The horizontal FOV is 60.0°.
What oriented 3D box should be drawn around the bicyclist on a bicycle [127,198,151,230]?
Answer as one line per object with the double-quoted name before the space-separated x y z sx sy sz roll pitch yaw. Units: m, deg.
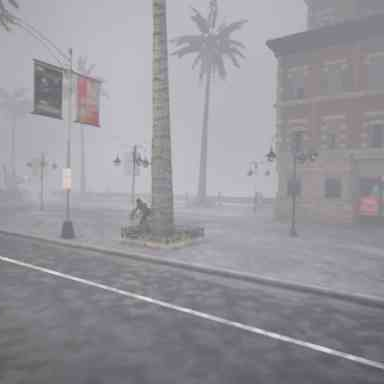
"bicyclist on a bicycle" -2.051 1.066 13.332 0.582 1.620 1.656 2 1 35
